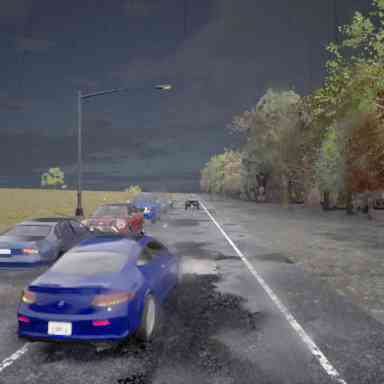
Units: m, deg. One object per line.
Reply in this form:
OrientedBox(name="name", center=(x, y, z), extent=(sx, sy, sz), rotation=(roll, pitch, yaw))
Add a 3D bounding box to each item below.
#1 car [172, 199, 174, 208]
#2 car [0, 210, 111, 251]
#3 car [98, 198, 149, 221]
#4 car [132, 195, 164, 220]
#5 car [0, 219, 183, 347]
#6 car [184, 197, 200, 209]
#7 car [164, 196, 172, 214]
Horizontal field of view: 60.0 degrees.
OrientedBox(name="car", center=(-3.630, 1.347, 45.250), extent=(2.097, 1.767, 4.553), rotation=(0, 0, 0))
OrientedBox(name="car", center=(-4.575, 1.549, 10.921), extent=(2.033, 1.411, 5.357), rotation=(0, 0, 4))
OrientedBox(name="car", center=(-3.633, 1.354, 15.740), extent=(2.097, 1.767, 4.553), rotation=(0, 0, 4))
OrientedBox(name="car", center=(-3.625, 1.223, 25.239), extent=(2.150, 2.045, 5.566), rotation=(0, 0, -1))
OrientedBox(name="car", center=(-1.359, 1.526, 6.435), extent=(1.812, 1.442, 4.674), rotation=(0, 0, 7))
OrientedBox(name="car", center=(0.024, 1.500, 44.326), extent=(1.837, 1.490, 4.892), rotation=(0, 0, 0))
OrientedBox(name="car", center=(-3.622, 1.351, 35.244), extent=(2.097, 1.767, 4.553), rotation=(0, 0, 0))
